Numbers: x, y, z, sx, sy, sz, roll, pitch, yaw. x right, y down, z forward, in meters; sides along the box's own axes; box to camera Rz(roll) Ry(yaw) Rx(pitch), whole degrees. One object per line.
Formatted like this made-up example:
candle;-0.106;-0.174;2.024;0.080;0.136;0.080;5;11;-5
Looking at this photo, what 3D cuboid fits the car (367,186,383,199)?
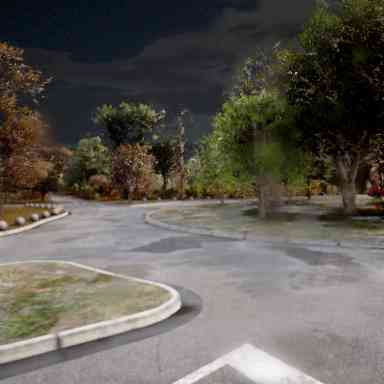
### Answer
car;25.979;-0.126;43.270;5.566;2.045;2.150;-1;1;40
